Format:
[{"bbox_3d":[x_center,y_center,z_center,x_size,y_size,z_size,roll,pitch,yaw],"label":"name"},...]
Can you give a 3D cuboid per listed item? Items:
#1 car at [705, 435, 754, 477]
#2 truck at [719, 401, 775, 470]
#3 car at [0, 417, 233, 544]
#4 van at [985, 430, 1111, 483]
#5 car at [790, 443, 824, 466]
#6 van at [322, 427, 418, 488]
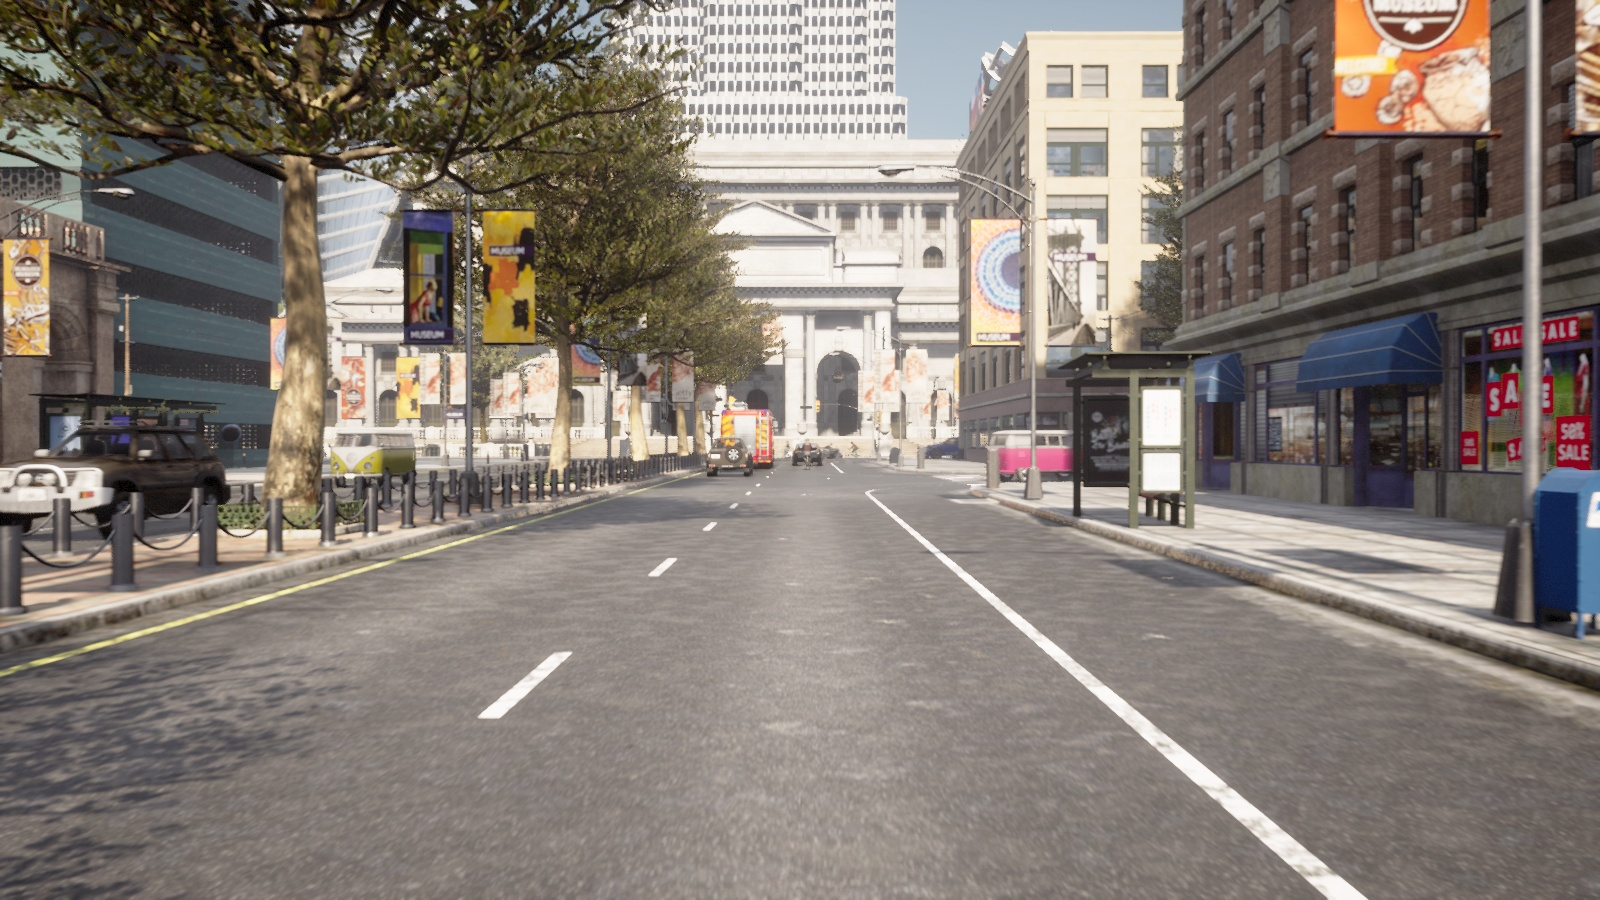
[{"bbox_3d":[-3.162,0.240,57.103,1.932,1.855,4.605,0,1,0],"label":"car"},{"bbox_3d":[-3.062,-0.841,74.686,2.891,3.827,8.468,0,0,0],"label":"truck"},{"bbox_3d":[-11.368,0.437,20.708,1.932,1.855,4.605,0,0,0],"label":"car"},{"bbox_3d":[9.543,0.234,48.321,4.442,1.987,1.775,0,0,-18],"label":"van"},{"bbox_3d":[0.485,0.279,83.043,2.163,1.488,4.792,0,0,0],"label":"car"},{"bbox_3d":[-14.740,0.243,43.321,1.775,1.987,4.442,0,0,0],"label":"van"}]
